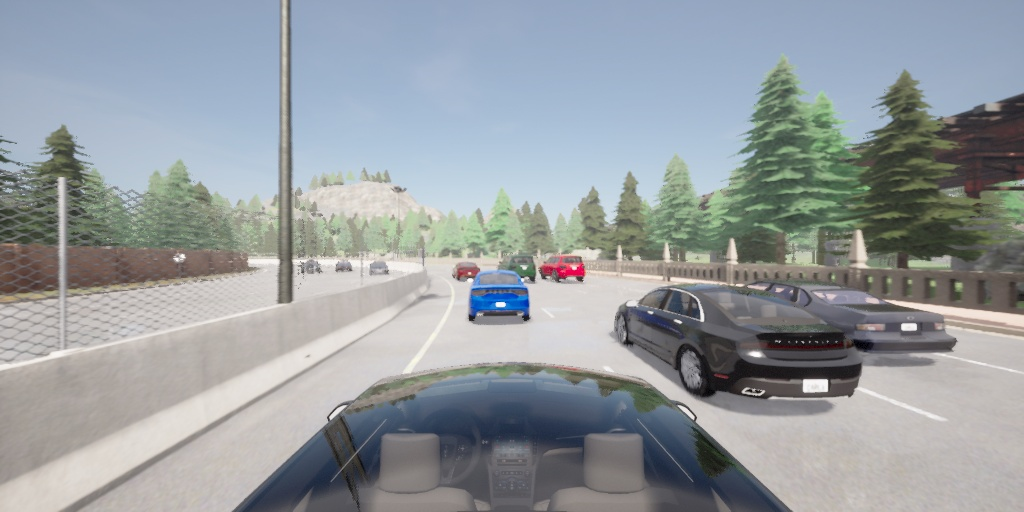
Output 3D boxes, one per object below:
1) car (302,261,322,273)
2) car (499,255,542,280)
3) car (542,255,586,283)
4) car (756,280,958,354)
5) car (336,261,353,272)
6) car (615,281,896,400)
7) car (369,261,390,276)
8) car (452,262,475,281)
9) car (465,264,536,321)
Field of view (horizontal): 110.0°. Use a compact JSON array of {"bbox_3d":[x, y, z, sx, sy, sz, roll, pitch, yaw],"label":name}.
[{"bbox_3d":[-23.933,1.276,42.928,1.812,1.442,4.674,0,0,-27],"label":"car"},{"bbox_3d":[0.276,0.964,28.378,2.150,2.045,5.566,0,0,-14],"label":"car"},{"bbox_3d":[3.871,0.963,28.398,2.150,2.045,5.566,0,0,-13],"label":"car"},{"bbox_3d":[6.824,1.292,8.803,2.033,1.411,5.357,0,0,-3],"label":"car"},{"bbox_3d":[-21.388,1.296,45.703,2.033,1.411,5.357,0,0,-28],"label":"car"},{"bbox_3d":[3.407,1.252,6.561,1.837,1.490,4.892,0,0,-2],"label":"car"},{"bbox_3d":[-14.051,1.272,38.005,1.812,1.442,4.674,0,0,-22],"label":"car"},{"bbox_3d":[-3.979,1.222,30.624,1.882,1.535,5.008,0,0,-16],"label":"car"},{"bbox_3d":[-0.538,1.225,12.606,1.882,1.535,5.008,0,0,-5],"label":"car"}]
